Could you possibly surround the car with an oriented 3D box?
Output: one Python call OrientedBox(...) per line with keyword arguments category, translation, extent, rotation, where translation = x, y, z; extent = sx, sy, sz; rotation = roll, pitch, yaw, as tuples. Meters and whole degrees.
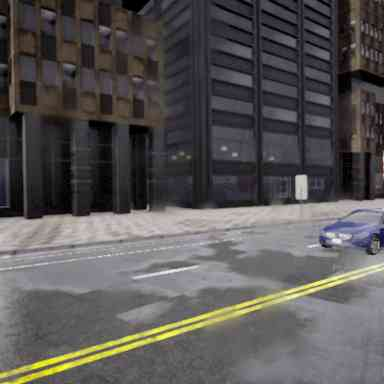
OrientedBox(category="car", translation=(6.753, 1.366, 12.539), extent=(4.674, 1.442, 1.812), rotation=(-1, 0, -36))
